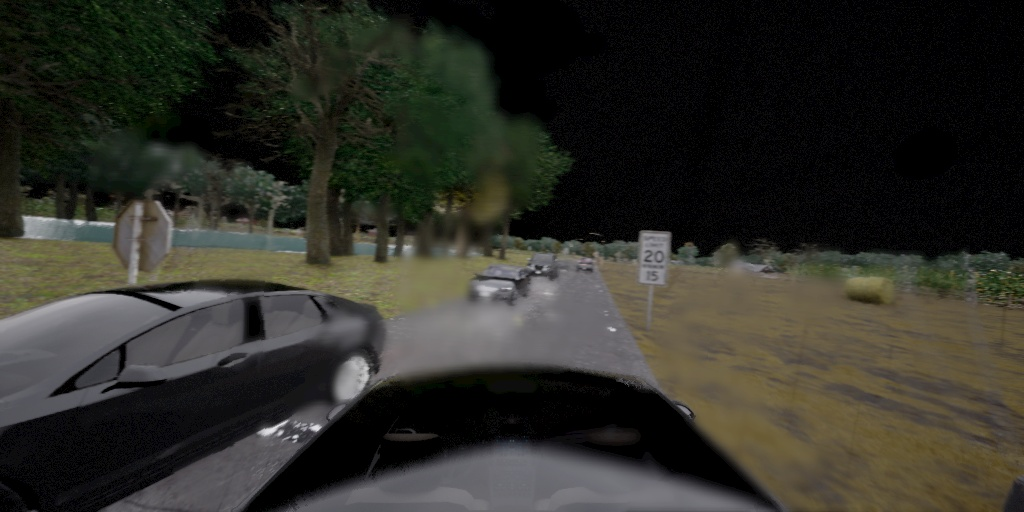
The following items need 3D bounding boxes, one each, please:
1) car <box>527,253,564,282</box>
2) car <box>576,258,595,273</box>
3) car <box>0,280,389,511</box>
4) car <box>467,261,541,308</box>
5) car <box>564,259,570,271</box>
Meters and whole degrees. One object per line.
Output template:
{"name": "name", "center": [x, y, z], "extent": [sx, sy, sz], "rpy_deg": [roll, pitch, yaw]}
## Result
{"name": "car", "center": [2.484, 0.785, 27.867], "extent": [2.150, 2.045, 5.566], "rpy_deg": [4, 1, 13]}
{"name": "car", "center": [8.474, 1.124, 41.635], "extent": [2.128, 1.511, 4.902], "rpy_deg": [4, 2, 12]}
{"name": "car", "center": [-3.160, 1.020, 3.302], "extent": [1.837, 1.490, 4.892], "rpy_deg": [4, 0, 17]}
{"name": "car", "center": [-0.360, 1.113, 14.963], "extent": [2.128, 1.511, 4.902], "rpy_deg": [4, 1, 12]}
{"name": "car", "center": [5.873, 1.018, 43.079], "extent": [1.994, 1.385, 4.181], "rpy_deg": [4, 1, 12]}
